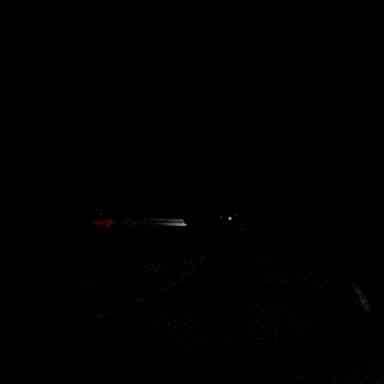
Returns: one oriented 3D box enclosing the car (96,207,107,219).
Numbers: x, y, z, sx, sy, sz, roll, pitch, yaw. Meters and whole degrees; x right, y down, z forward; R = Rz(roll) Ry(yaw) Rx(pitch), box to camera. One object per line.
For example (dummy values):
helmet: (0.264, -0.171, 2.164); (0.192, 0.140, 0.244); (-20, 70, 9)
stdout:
car: (-10.284, 1.884, 32.343); (4.902, 1.511, 2.128); (-1, -1, 39)

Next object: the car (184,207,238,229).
car: (1.280, 1.772, 23.721); (1.994, 1.385, 4.181); (0, -1, -39)
